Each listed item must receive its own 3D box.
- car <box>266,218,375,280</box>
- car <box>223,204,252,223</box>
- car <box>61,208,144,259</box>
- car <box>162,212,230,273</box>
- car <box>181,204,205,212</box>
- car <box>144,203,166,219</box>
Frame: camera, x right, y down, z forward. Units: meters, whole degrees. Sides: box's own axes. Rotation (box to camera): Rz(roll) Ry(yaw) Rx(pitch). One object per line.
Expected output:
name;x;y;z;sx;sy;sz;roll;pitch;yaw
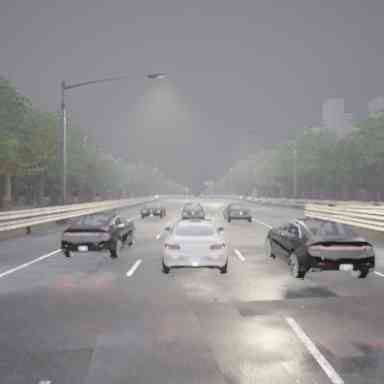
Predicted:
car;3.584;1.546;10.140;2.128;1.511;4.902;0;0;0
car;3.590;1.640;26.837;2.033;1.411;5.357;0;0;0
car;-3.412;1.559;12.869;2.128;1.511;4.902;0;0;0
car;0.085;1.583;10.770;1.812;1.442;4.674;0;0;0
car;0.089;1.640;26.908;2.033;1.411;5.357;0;0;0
car;-3.412;1.691;30.325;1.895;1.301;4.718;0;0;0
